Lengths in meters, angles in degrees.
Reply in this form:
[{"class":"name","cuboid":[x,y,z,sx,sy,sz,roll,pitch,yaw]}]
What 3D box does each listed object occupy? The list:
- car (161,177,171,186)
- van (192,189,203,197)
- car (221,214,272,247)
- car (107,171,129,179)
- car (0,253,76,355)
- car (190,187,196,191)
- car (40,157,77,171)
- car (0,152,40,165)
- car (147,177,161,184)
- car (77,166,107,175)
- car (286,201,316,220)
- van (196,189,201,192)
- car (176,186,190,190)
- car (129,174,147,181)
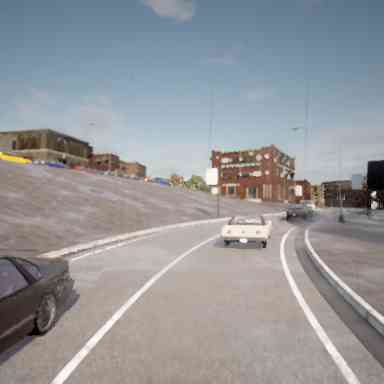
[{"class":"car","cuboid":[-6.073,-1.686,65.018,2.435,2.045,5.566,-1,-4,19]},{"class":"van","cuboid":[1.516,0.368,91.675,1.878,1.987,4.442,0,-5,14]},{"class":"car","cuboid":[2.720,1.700,15.650,1.895,1.301,4.718,-1,-1,16]},{"class":"car","cuboid":[-11.933,-2.334,49.427,2.002,1.452,4.674,-1,-3,23]},{"class":"car","cuboid":[-3.287,1.543,4.034,2.033,1.411,5.357,0,0,4]},{"class":"car","cuboid":[-1.249,-0.254,80.827,2.002,1.452,4.674,0,-4,16]},{"class":"car","cuboid":[-16.432,-3.080,39.144,2.185,1.767,4.553,-1,-3,26]},{"class":"car","cuboid":[-18.809,-3.237,34.159,2.097,1.535,5.008,-1,-3,27]},{"class":"car","cuboid":[-7.944,-1.899,59.731,2.185,1.767,4.553,-1,-4,20]},{"class":"car","cuboid":[-14.092,-2.630,44.356,2.163,1.488,4.792,-1,-3,24]},{"class":"car","cuboid":[10.510,1.913,32.343,2.128,1.511,4.902,-1,-2,30]},{"class":"van","cuboid":[0.220,-0.082,86.308,1.878,1.987,4.442,0,-4,15]},{"class":"car","cuboid":[-2.760,-0.659,75.510,2.002,1.452,4.674,-1,-4,17]},{"class":"car","cuboid":[-9.919,-2.088,54.455,2.231,1.521,4.892,-1,-3,22]}]
